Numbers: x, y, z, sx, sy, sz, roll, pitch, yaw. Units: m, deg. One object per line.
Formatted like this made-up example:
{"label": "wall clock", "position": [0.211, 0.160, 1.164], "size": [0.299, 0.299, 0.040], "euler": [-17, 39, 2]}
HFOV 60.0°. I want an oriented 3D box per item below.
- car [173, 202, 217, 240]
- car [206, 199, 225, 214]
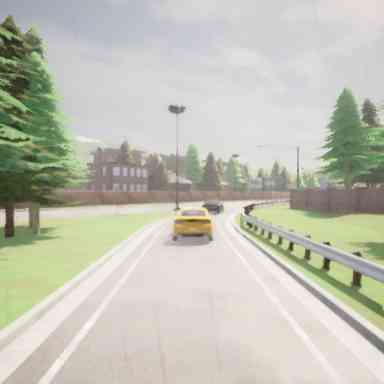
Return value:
{"label": "car", "position": [0.068, 1.513, 17.145], "size": [1.882, 1.535, 5.008], "euler": [0, 0, 1]}
{"label": "car", "position": [2.378, 1.579, 36.021], "size": [1.837, 1.490, 4.892], "euler": [-1, 0, 14]}
